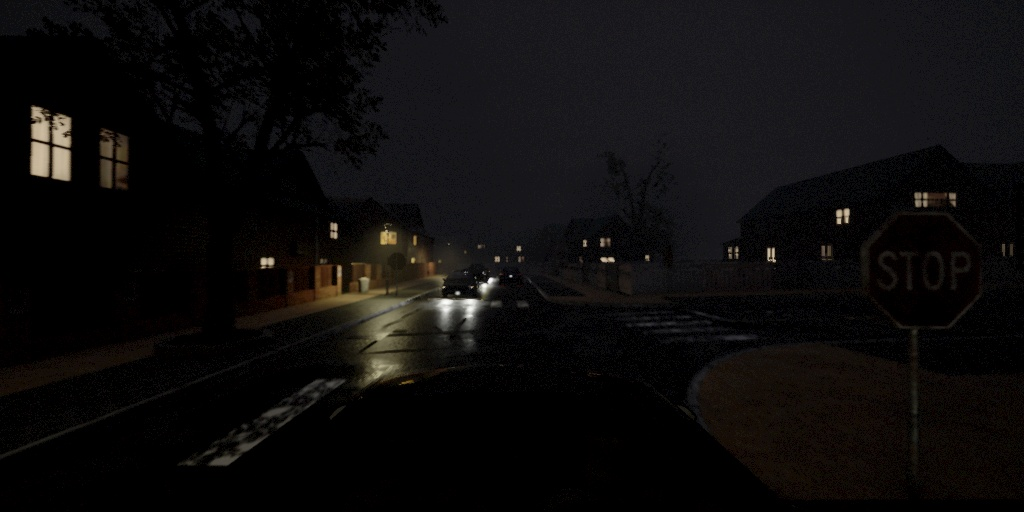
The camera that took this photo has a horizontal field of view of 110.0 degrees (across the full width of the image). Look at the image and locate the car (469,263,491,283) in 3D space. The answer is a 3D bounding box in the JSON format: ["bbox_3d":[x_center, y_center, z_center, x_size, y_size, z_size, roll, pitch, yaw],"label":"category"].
[{"bbox_3d":[-3.140,1.458,32.225,2.097,1.767,4.553,0,-1,-1],"label":"car"}]

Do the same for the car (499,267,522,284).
[{"bbox_3d":[-0.113,1.669,31.598,1.994,1.385,4.181,0,-1,0],"label":"car"}]

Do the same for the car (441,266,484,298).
[{"bbox_3d":[-2.867,1.519,20.703,2.033,1.411,5.357,0,-1,-3],"label":"car"}]
